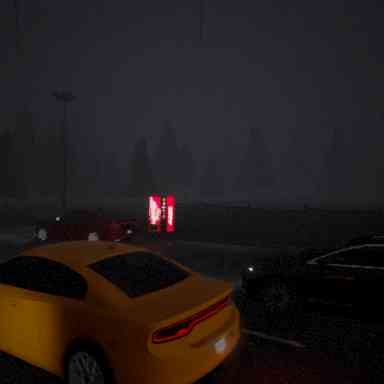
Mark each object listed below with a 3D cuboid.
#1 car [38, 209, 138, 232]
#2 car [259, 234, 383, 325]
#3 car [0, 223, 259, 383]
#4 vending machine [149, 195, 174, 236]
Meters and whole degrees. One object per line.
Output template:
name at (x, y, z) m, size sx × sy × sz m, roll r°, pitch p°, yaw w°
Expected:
car at (-4.722, 1.477, 14.722) m, size 5.008 × 1.535 × 1.882 m, roll 0°, pitch 0°, yaw 28°
car at (3.253, 1.492, 5.767) m, size 4.902 × 1.511 × 2.128 m, roll 0°, pitch 0°, yaw 35°
car at (-1.774, 1.478, 4.905) m, size 5.008 × 1.535 × 1.882 m, roll 0°, pitch 0°, yaw 32°
vending machine at (-1.610, 1.195, 17.772) m, size 0.880 × 2.100 × 1.100 m, roll 0°, pitch 0°, yaw 29°
